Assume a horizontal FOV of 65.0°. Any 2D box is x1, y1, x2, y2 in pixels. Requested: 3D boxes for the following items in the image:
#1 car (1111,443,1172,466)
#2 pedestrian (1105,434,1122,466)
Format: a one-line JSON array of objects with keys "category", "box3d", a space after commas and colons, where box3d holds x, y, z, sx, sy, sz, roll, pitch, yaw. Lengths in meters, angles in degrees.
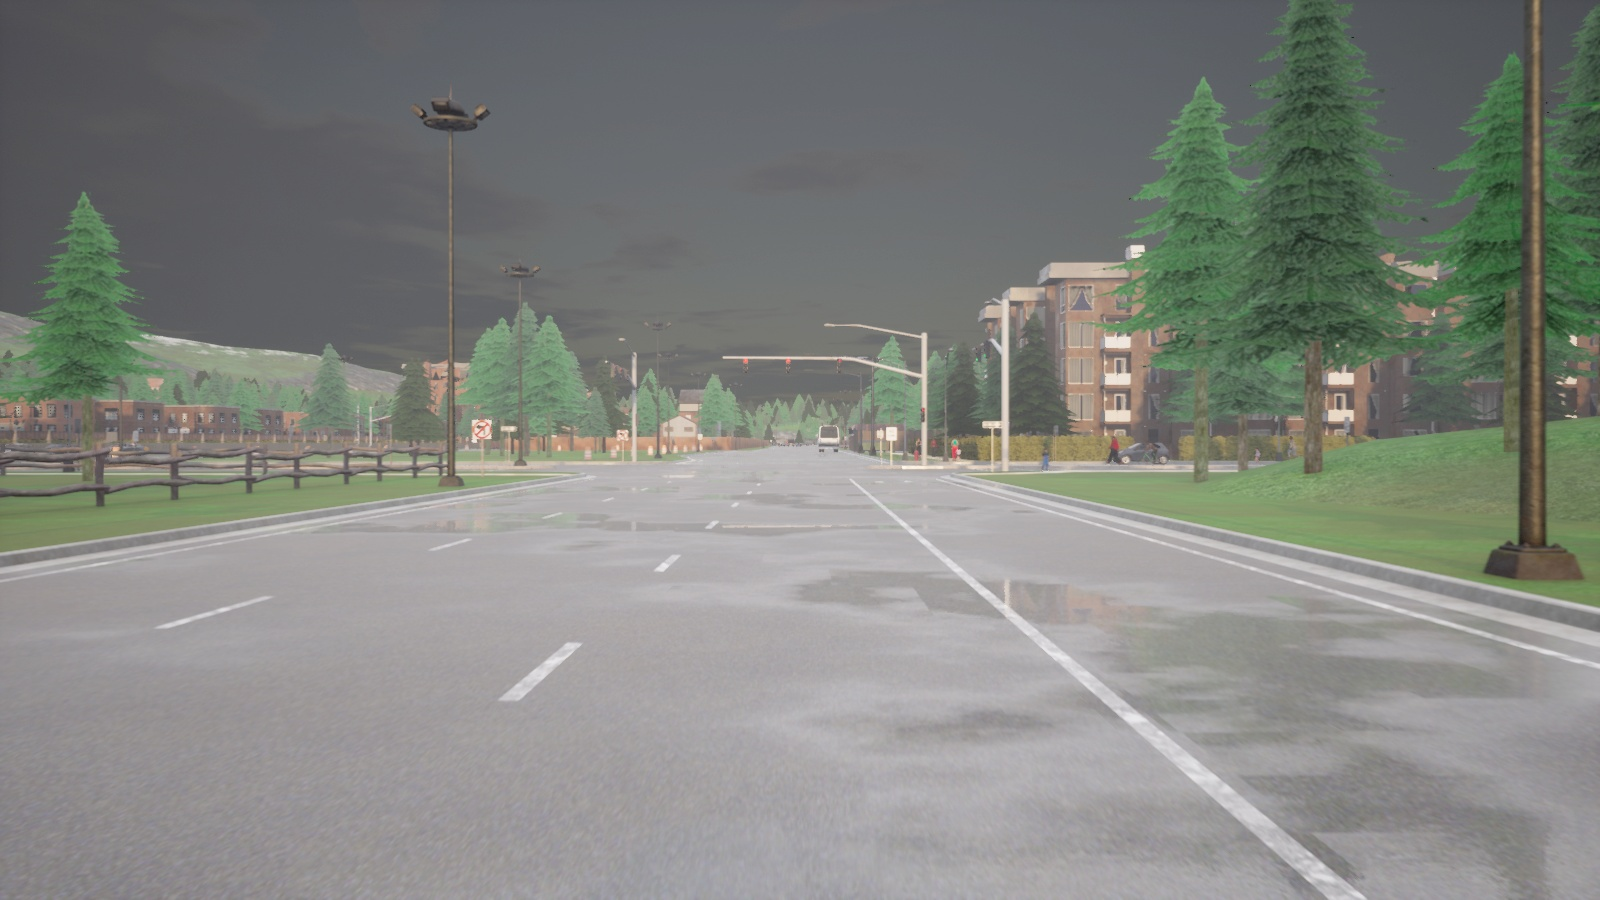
[{"category": "car", "box3d": [22.966, 0.302, 84.568, 3.633, 1.501, 1.845, 0, 0, 0]}, {"category": "pedestrian", "box3d": [18.601, -0.001, 74.517, 0.899, 1.844, 0.634, 0, 0, 3]}]
